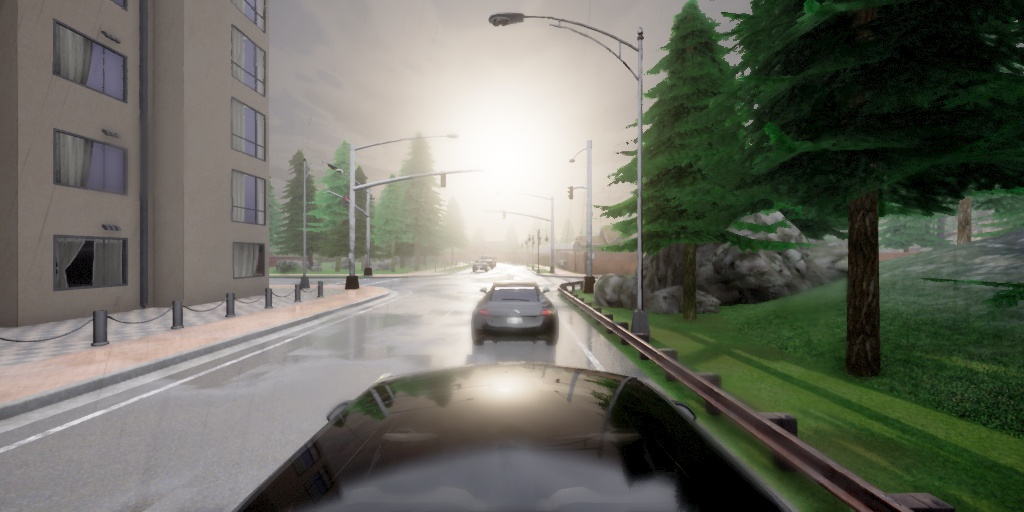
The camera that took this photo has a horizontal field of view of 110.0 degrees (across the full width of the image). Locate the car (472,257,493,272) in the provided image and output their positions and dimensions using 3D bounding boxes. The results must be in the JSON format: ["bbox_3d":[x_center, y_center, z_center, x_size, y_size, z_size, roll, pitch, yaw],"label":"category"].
[{"bbox_3d":[-3.934,1.212,45.556,2.128,1.511,4.902,0,0,0],"label":"car"}]

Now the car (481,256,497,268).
[{"bbox_3d":[-3.976,0.942,56.163,2.150,2.045,5.566,0,0,0],"label":"car"}]

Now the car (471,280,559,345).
[{"bbox_3d":[0.083,1.314,9.471,1.994,1.385,4.181,0,0,1],"label":"car"}]
